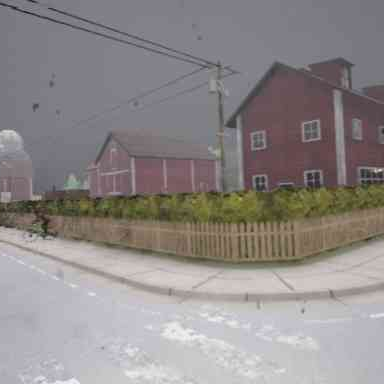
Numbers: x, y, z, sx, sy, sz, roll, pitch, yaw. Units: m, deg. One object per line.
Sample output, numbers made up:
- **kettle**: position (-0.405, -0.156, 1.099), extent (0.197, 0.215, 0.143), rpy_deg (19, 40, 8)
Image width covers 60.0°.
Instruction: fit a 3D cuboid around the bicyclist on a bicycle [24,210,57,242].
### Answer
- **bicyclist on a bicycle**: position (-7.879, 1.750, 17.262), extent (1.656, 1.620, 0.582), rpy_deg (-3, 0, -41)
